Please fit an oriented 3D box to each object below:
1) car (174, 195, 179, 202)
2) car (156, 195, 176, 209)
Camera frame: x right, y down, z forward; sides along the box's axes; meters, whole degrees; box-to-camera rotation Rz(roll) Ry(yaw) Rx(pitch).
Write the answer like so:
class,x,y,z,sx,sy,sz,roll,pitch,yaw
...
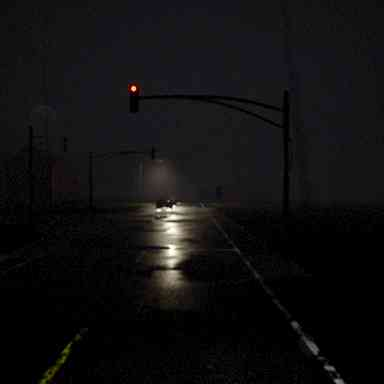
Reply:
class,x,y,z,sx,sy,sz,roll,pitch,yaw
car,-3.638,1.415,55.697,1.812,1.442,4.674,0,0,0
car,-3.638,1.481,44.653,1.994,1.385,4.181,0,0,0
